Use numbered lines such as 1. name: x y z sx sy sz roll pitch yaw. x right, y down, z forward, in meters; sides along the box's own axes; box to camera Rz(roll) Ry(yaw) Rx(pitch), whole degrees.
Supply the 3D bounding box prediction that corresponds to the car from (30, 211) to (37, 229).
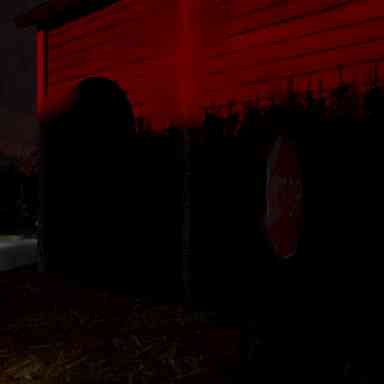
1. car: -6.126 1.210 18.768 2.150 2.045 5.566 0 0 34
